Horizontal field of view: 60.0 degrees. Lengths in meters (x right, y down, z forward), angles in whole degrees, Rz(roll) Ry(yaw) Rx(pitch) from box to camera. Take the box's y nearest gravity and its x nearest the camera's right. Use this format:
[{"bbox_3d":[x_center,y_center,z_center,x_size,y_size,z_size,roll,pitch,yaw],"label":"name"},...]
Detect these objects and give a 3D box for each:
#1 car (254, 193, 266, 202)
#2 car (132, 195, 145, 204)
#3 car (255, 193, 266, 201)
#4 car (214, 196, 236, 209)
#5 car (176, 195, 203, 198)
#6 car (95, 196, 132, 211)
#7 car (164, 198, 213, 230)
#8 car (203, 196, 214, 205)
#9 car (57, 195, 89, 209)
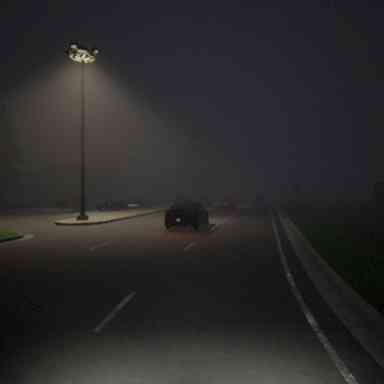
[{"bbox_3d":[12.943,0.919,63.441,2.097,1.767,4.553,0,0,13],"label":"car"},{"bbox_3d":[-8.768,1.204,51.518,1.994,1.385,4.181,0,0,13],"label":"car"},{"bbox_3d":[14.943,1.031,72.334,2.128,1.511,4.902,0,0,13],"label":"car"},{"bbox_3d":[4.311,1.198,40.554,1.882,1.535,5.008,0,1,13],"label":"car"},{"bbox_3d":[-0.629,1.112,34.527,2.097,1.767,4.553,0,0,13],"label":"car"},{"bbox_3d":[-8.643,1.346,36.264,1.895,1.301,4.718,0,0,13],"label":"car"},{"bbox_3d":[-0.219,1.337,20.203,1.882,1.535,5.008,0,0,12],"label":"car"},{"bbox_3d":[2.047,1.242,46.767,1.994,1.385,4.181,0,0,13],"label":"car"},{"bbox_3d":[-14.675,1.185,41.320,1.882,1.535,5.008,0,0,13],"label":"car"}]
